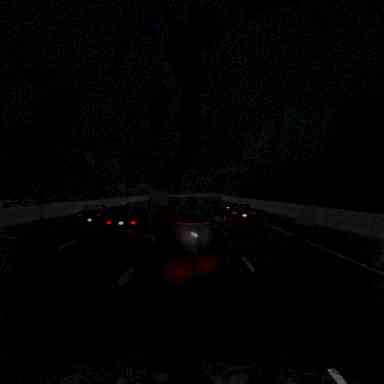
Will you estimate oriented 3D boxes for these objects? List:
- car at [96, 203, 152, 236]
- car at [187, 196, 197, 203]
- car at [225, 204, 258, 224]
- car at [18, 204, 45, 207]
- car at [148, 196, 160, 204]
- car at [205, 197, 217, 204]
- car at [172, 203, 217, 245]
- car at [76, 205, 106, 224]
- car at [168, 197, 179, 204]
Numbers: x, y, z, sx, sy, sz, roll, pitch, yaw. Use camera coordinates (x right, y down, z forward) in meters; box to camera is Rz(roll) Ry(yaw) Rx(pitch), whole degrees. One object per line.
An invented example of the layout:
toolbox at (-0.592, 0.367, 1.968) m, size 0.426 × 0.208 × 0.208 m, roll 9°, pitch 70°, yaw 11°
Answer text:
car at (-3.414, 1.546, 18.473) m, size 2.033 × 1.411 × 5.357 m, roll 0°, pitch 0°, yaw 0°
car at (0.009, 1.487, 62.169) m, size 2.128 × 1.511 × 4.902 m, roll 0°, pitch 0°, yaw 0°
car at (3.575, 1.562, 24.600) m, size 1.994 × 1.385 × 4.181 m, roll 0°, pitch 0°, yaw 0°
car at (-17.625, 1.476, 37.407) m, size 1.882 × 1.535 × 5.008 m, roll 0°, pitch 0°, yaw 0°
car at (-6.992, 1.522, 61.797) m, size 1.812 × 1.442 × 4.674 m, roll 0°, pitch 0°, yaw 0°
car at (3.509, 1.560, 62.049) m, size 1.994 × 1.385 × 4.181 m, roll 0°, pitch 0°, yaw 0°
car at (0.092, 1.490, 15.459) m, size 2.128 × 1.511 × 4.902 m, roll 0°, pitch 0°, yaw 0°
car at (-6.924, 1.599, 24.677) m, size 1.895 × 1.301 × 4.718 m, roll 0°, pitch 0°, yaw 0°
car at (-3.492, 1.560, 62.057) m, size 1.994 × 1.385 × 4.181 m, roll 0°, pitch 0°, yaw 0°
